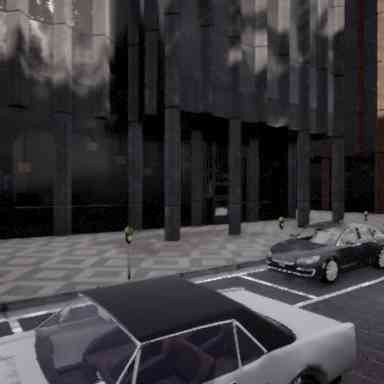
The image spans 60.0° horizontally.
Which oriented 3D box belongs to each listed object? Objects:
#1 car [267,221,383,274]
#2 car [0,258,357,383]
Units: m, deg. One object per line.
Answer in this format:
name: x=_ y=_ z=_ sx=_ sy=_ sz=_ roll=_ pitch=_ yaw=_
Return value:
car: x=4.017 y=1.556 z=9.518 sx=4.403 sy=1.369 sz=2.008 roll=0 pitch=0 yaw=-36
car: x=-0.643 y=1.602 z=2.920 sx=4.718 sy=1.301 sz=1.895 roll=0 pitch=0 yaw=-35
